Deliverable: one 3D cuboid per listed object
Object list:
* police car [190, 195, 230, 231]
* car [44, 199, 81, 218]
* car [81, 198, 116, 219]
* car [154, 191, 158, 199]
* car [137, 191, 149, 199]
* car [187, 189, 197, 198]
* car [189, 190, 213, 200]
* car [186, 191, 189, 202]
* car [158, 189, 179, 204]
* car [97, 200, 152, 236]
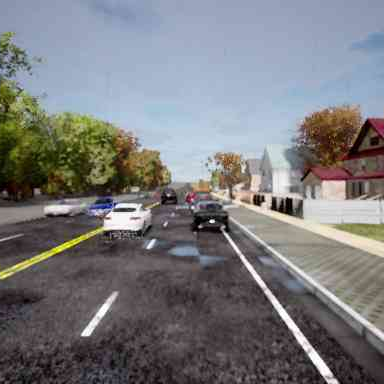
[{"bbox_3d":[0.980,1.179,18.694,1.930,1.638,5.238,0,1,0],"label":"police car"},{"bbox_3d":[-9.840,1.254,26.220,1.895,1.301,4.718,0,1,0],"label":"car"},{"bbox_3d":[-6.587,1.190,25.388,1.812,1.442,4.674,0,1,0],"label":"car"},{"bbox_3d":[-6.490,0.546,66.764,1.882,1.535,5.008,0,1,0],"label":"car"},{"bbox_3d":[-9.742,0.579,66.769,2.128,1.511,4.902,0,1,0],"label":"car"},{"bbox_3d":[0.016,0.283,69.713,2.097,1.767,4.553,0,1,0],"label":"car"},{"bbox_3d":[0.982,0.974,28.553,2.097,1.767,4.553,0,1,0],"label":"car"},{"bbox_3d":[0.025,0.751,53.500,1.882,1.535,5.008,0,1,0],"label":"car"},{"bbox_3d":[-3.138,0.576,47.732,2.150,2.045,5.566,0,1,0],"label":"car"},{"bbox_3d":[-3.146,1.304,16.851,1.812,1.442,4.674,0,1,0],"label":"car"}]
